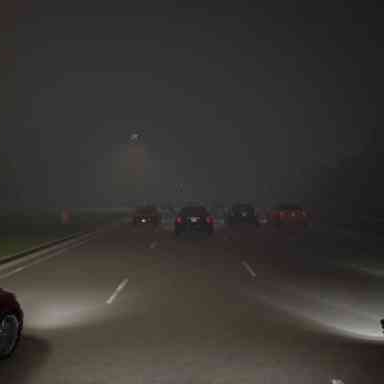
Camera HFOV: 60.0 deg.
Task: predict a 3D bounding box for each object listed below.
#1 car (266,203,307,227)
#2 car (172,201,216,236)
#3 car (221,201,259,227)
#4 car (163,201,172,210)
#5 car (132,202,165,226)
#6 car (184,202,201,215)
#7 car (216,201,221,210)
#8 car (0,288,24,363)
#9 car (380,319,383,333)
[{"bbox_3d":[7.102,1.624,25.442,2.097,1.767,4.553,0,-1,0],"label":"car"},{"bbox_3d":[0.101,1.564,19.806,2.097,1.767,4.553,0,-1,0],"label":"car"},{"bbox_3d":[3.603,1.620,25.079,2.097,1.767,4.553,0,-1,0],"label":"car"},{"bbox_3d":[-3.398,2.004,46.591,1.837,1.490,4.892,0,0,0],"label":"car"},{"bbox_3d":[-3.398,1.782,25.781,1.837,1.490,4.892,0,0,0],"label":"car"},{"bbox_3d":[0.102,1.996,42.016,2.033,1.411,5.357,0,-1,0],"label":"car"},{"bbox_3d":[3.601,2.012,47.306,1.837,1.490,4.892,0,0,0],"label":"car"},{"bbox_3d":[-3.398,1.559,2.985,1.812,1.442,4.674,0,0,0],"label":"car"},{"bbox_3d":[3.600,1.573,2.259,2.033,1.411,5.357,0,-1,0],"label":"car"}]
